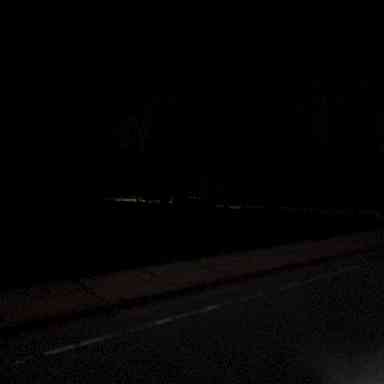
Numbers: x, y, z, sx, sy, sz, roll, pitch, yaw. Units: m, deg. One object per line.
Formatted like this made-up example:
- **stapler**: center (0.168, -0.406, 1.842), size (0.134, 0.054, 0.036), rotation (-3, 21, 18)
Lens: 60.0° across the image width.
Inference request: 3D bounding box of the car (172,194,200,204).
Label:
- **car**: center (-1.040, 1.057, 54.808), size (2.128, 1.511, 4.902), rotation (-1, 1, -34)

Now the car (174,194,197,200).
- **car**: center (-0.827, 1.216, 48.111), size (1.895, 1.301, 4.718), rotation (-1, 1, -34)

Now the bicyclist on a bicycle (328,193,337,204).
- **bicyclist on a bicycle**: center (15.644, 0.897, 36.969), size (1.656, 1.620, 0.582), rotation (21, -27, -26)
